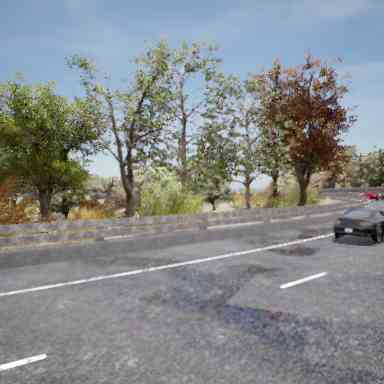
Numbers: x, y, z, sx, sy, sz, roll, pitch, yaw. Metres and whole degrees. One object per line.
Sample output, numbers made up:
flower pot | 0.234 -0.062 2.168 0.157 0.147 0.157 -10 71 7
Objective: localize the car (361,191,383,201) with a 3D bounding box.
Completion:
car | 38.373 0.862 71.731 2.150 2.045 5.566 0 0 8

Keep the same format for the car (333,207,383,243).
car | 8.282 1.454 15.709 4.674 1.442 1.812 0 0 -45
